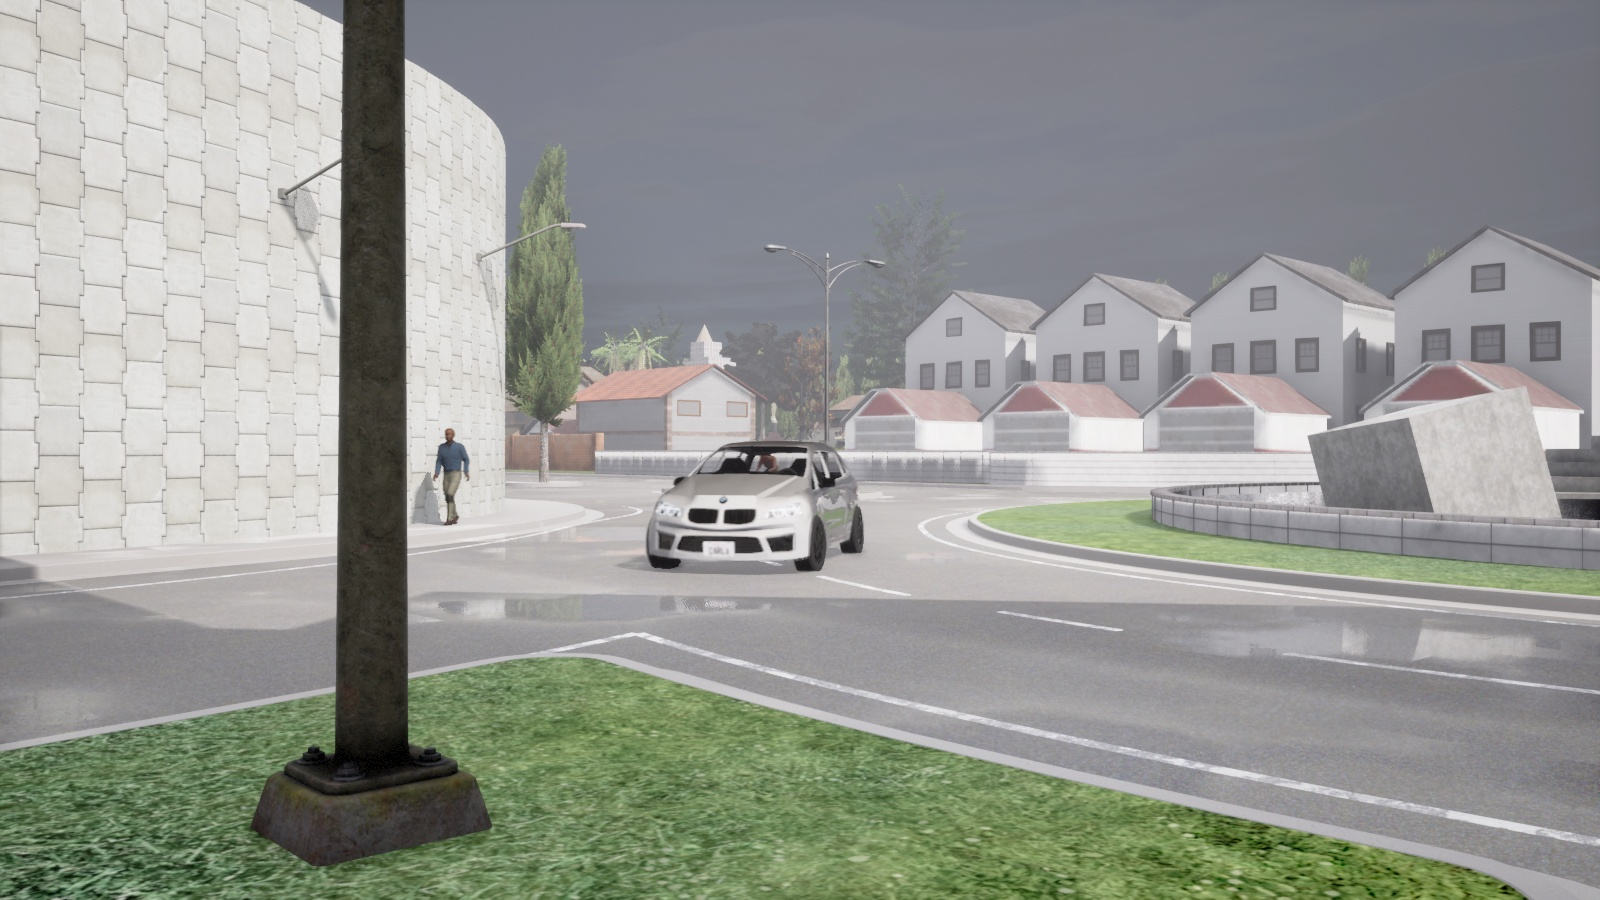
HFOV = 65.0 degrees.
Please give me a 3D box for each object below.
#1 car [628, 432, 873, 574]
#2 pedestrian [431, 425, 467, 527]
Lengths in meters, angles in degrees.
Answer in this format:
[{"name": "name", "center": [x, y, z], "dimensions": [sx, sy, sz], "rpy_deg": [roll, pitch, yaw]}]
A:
[{"name": "car", "center": [-0.493, 0.632, 17.342], "dimensions": [2.242, 1.667, 4.611], "rpy_deg": [0, 0, 13]}, {"name": "pedestrian", "center": [-6.382, 0.469, 22.860], "dimensions": [0.370, 1.835, 0.726], "rpy_deg": [0, 0, 9]}]
